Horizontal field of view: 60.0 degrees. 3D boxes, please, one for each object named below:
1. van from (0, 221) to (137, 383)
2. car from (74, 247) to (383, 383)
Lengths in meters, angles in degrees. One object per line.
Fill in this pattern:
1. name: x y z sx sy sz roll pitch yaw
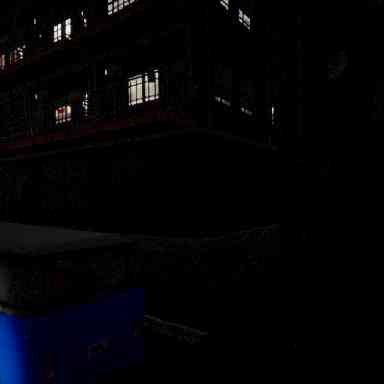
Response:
1. van: -2.454 1.343 4.475 3.998 1.788 1.690 0 -1 36
2. car: 2.036 1.315 1.243 5.009 1.841 2.192 0 -1 36
